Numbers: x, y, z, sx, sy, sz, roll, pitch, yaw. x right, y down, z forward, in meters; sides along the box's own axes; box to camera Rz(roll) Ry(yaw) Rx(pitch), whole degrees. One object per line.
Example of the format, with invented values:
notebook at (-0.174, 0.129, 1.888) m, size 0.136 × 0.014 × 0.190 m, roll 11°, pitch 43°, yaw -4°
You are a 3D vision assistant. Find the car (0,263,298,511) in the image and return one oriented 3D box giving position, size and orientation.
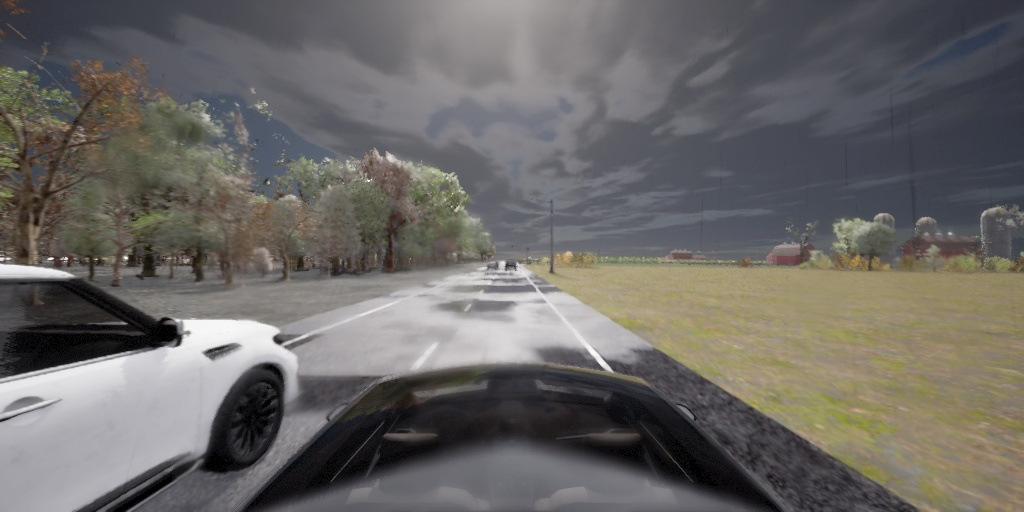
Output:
car at (-3.500, 0.978, 1.699) m, size 2.150 × 2.045 × 5.566 m, roll 0°, pitch -1°, yaw 0°
